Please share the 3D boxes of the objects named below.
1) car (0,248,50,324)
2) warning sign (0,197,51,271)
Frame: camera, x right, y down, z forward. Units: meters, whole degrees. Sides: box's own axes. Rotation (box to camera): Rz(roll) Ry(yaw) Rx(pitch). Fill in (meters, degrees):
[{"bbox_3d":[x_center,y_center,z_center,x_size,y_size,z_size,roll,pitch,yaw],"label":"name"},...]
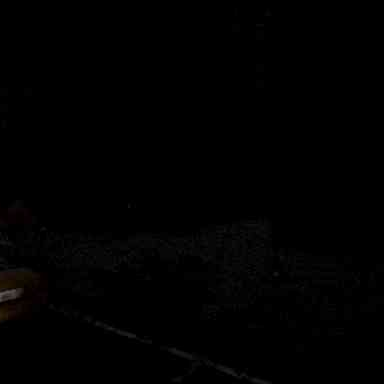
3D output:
[{"bbox_3d":[-4.619,1.491,6.263,4.829,1.417,1.752,0,0,36],"label":"car"},{"bbox_3d":[-4.838,1.072,9.242,1.060,1.860,1.300,0,0,36],"label":"warning sign"}]
